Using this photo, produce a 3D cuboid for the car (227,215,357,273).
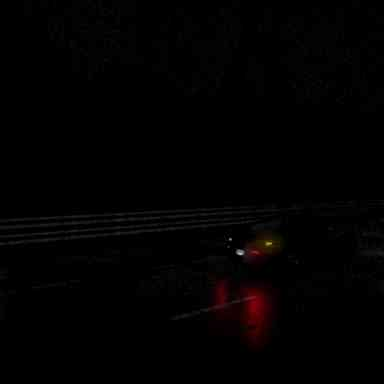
[{"bbox_3d":[3.172,1.426,10.281,4.674,1.442,1.812,-1,1,-35],"label":"car"}]
